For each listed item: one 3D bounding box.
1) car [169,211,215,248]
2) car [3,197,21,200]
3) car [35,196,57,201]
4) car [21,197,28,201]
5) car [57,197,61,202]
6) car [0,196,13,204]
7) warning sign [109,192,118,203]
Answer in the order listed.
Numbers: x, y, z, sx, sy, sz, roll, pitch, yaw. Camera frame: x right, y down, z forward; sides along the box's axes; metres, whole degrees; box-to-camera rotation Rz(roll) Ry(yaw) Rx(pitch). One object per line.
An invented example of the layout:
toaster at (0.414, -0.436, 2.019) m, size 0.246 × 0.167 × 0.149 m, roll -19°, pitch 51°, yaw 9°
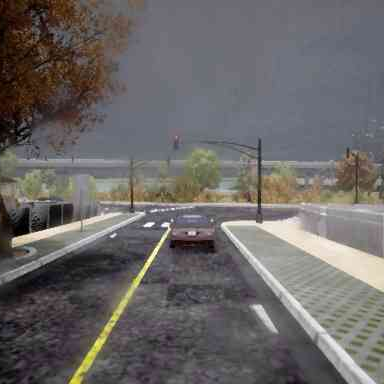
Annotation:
car at (0.001, 1.559, 14.664) m, size 2.033 × 1.411 × 5.357 m, roll 0°, pitch 0°, yaw 0°
car at (-35.699, 1.834, 64.276) m, size 4.892 × 1.490 × 1.837 m, roll -1°, pitch 2°, yaw 36°
car at (-28.059, 1.712, 62.741) m, size 4.674 × 1.442 × 1.812 m, roll -1°, pitch 2°, yaw 36°
car at (-38.986, 1.681, 74.694) m, size 4.718 × 1.301 × 1.895 m, roll -1°, pitch 2°, yaw 36°
car at (-28.163, 1.584, 66.830) m, size 4.674 × 1.442 × 1.812 m, roll -1°, pitch 2°, yaw 36°
car at (-40.873, 1.695, 72.046) m, size 4.892 × 1.490 × 1.837 m, roll -1°, pitch 2°, yaw 36°
warning sign at (-14.247, 0.995, 60.260) m, size 1.060 × 1.860 × 1.300 m, roll 2°, pitch 1°, yaw 36°
